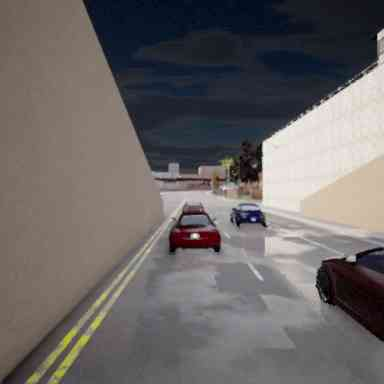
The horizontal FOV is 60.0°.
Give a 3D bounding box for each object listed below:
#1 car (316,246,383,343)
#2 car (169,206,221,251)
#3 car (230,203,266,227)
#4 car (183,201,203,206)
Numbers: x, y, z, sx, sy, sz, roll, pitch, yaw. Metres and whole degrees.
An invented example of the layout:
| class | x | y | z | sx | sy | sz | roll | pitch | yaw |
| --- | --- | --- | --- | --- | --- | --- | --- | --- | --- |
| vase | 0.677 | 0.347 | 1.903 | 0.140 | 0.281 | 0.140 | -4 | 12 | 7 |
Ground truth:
| class | x | y | z | sx | sy | sz | roll | pitch | yaw |
| --- | --- | --- | --- | --- | --- | --- | --- | --- | --- |
| car | 3.603 | 1.542 | 5.352 | 1.994 | 1.385 | 4.181 | 0 | 0 | 0 |
| car | 0.107 | 1.509 | 13.750 | 1.994 | 1.385 | 4.181 | 0 | 0 | 0 |
| car | 3.612 | 1.439 | 21.769 | 1.812 | 1.442 | 4.674 | 0 | 0 | 0 |
| car | 0.115 | 1.481 | 30.048 | 1.895 | 1.301 | 4.718 | 0 | 0 | 0 |
